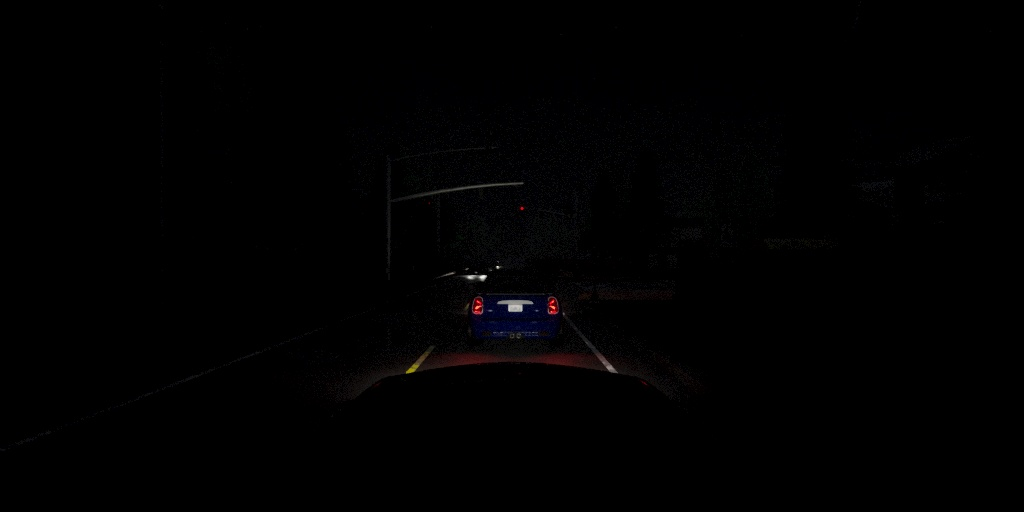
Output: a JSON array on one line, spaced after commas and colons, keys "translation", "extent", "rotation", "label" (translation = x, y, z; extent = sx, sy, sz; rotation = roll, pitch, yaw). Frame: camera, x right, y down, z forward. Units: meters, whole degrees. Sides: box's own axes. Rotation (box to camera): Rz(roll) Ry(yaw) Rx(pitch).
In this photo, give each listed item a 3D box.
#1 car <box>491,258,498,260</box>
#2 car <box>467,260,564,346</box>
[{"translation": [-3.589, 1.227, 55.650], "extent": [1.882, 1.535, 5.008], "rotation": [0, 0, 0], "label": "car"}, {"translation": [0.078, 1.102, 9.560], "extent": [2.097, 1.767, 4.553], "rotation": [0, 0, 0], "label": "car"}]
